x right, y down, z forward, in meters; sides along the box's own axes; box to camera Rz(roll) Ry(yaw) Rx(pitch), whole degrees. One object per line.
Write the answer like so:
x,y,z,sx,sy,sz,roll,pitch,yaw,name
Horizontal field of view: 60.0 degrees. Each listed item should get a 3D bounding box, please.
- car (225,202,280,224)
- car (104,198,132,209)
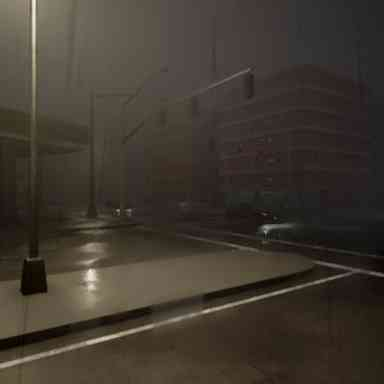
4.430,1.521,24.968,1.812,1.442,4.674,0,0,-36,car
-10.006,1.524,44.623,2.033,1.411,5.357,0,0,-36,car
